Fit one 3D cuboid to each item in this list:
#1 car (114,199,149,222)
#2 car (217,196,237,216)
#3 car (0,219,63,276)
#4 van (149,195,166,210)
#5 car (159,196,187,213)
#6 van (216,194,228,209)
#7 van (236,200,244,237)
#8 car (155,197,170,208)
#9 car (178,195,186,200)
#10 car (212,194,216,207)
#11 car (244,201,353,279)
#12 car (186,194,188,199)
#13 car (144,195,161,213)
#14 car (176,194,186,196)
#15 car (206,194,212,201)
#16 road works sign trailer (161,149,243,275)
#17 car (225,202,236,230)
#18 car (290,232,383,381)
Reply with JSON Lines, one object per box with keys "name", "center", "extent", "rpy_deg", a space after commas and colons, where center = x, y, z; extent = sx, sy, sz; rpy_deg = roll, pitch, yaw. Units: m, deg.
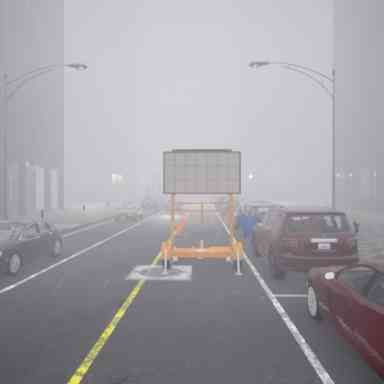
{"name": "car", "center": [-4.955, 1.523, 26.583], "extent": [1.752, 1.417, 4.829], "rpy_deg": [0, 0, 2]}
{"name": "car", "center": [3.754, 1.437, 31.994], "extent": [1.967, 1.590, 4.097], "rpy_deg": [0, 0, 2]}
{"name": "car", "center": [-5.472, 1.550, 10.186], "extent": [2.008, 1.369, 4.403], "rpy_deg": [0, 0, 2]}
{"name": "van", "center": [-4.427, 1.338, 43.319], "extent": [1.690, 1.788, 3.998], "rpy_deg": [0, 0, 2]}
{"name": "car", "center": [-1.973, 1.489, 36.287], "extent": [2.128, 1.511, 4.902], "rpy_deg": [0, 0, 2]}
{"name": "van", "center": [3.926, 1.338, 37.516], "extent": [1.690, 1.788, 3.998], "rpy_deg": [0, 0, 2]}
{"name": "van", "center": [3.237, 1.340, 15.425], "extent": [1.690, 1.788, 3.998], "rpy_deg": [0, 0, 2]}
{"name": "car", "center": [-4.258, 1.523, 48.671], "extent": [1.752, 1.417, 4.829], "rpy_deg": [0, 0, 2]}
{"name": "car", "center": [-2.876, 1.597, 92.670], "extent": [1.947, 1.339, 4.313], "rpy_deg": [0, 0, 2]}
{"name": "car", "center": [4.098, 1.312, 43.039], "extent": [2.192, 1.841, 5.009], "rpy_deg": [0, 0, 2]}
{"name": "car", "center": [3.065, 1.314, 9.903], "extent": [2.192, 1.841, 5.009], "rpy_deg": [0, 0, 2]}
{"name": "car", "center": [-3.054, 1.339, 87.030], "extent": [2.192, 1.841, 5.009], "rpy_deg": [0, 0, 2]}
{"name": "car", "center": [-4.602, 1.312, 37.797], "extent": [2.192, 1.841, 5.009], "rpy_deg": [0, 0, 2]}
{"name": "car", "center": [-3.231, 1.333, 81.389], "extent": [2.192, 1.841, 5.009], "rpy_deg": [0, 0, 2]}
{"name": "car", "center": [5.290, 1.333, 81.112], "extent": [2.192, 1.841, 5.009], "rpy_deg": [0, 0, 2]}
{"name": "road works sign trailer", "center": [0.311, 0.463, 10.457], "extent": [2.380, 3.560, 2.880], "rpy_deg": [0, 0, 2]}
{"name": "car", "center": [3.410, 1.549, 20.948], "extent": [2.008, 1.369, 4.403], "rpy_deg": [0, 0, 2]}
{"name": "car", "center": [2.893, 1.544, 4.380], "extent": [1.887, 1.381, 4.507], "rpy_deg": [0, 0, 2]}
